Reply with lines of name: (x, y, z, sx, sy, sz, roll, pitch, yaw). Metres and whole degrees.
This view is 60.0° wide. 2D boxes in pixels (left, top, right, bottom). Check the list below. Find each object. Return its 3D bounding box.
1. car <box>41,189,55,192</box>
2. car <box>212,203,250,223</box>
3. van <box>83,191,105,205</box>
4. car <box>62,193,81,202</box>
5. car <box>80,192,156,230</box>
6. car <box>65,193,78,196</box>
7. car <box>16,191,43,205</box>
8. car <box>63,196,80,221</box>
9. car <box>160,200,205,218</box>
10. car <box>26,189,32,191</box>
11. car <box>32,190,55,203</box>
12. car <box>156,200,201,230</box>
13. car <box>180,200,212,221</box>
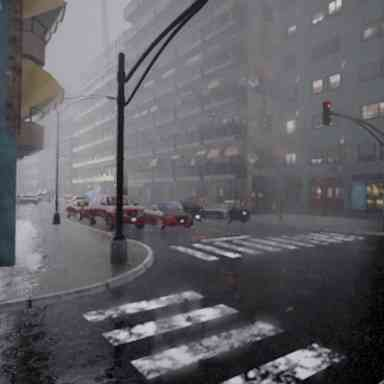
car: (-30.019, 0.425, 69.517, 2.192, 1.841, 5.009, 2, 0, -36)
car: (2.353, 1.463, 24.188, 1.947, 1.339, 4.313, 2, 0, -36)
van: (-13.830, 0.844, 46.854, 1.690, 1.788, 3.998, 2, 0, -36)
car: (-20.312, 0.890, 55.917, 1.887, 1.381, 4.507, 2, 0, -36)
car: (-4.479, 1.088, 19.350, 2.192, 1.841, 5.009, 2, 0, -36)
car: (-10.782, 1.132, 32.605, 1.812, 1.442, 4.674, 1, 0, -35)
car: (-20.677, 0.945, 42.012, 1.947, 1.339, 4.313, 2, 0, -36)
car: (-7.725, 1.239, 23.881, 1.887, 1.381, 4.507, 2, 0, -36)
car: (-0.885, 1.400, 28.720, 1.802, 1.307, 4.206, 2, 0, -36)
car: (-39.838, 0.398, 83.252, 1.752, 1.417, 4.829, 2, 0, -36)
car: (-21.765, 0.892, 48.145, 1.812, 1.442, 4.674, 1, 0, -36)
car: (-1.698, 1.392, 19.877, 1.994, 1.385, 4.181, 1, 0, -36)
car: (-0.986, 1.341, 24.035, 1.837, 1.490, 4.892, 1, 0, -34)
